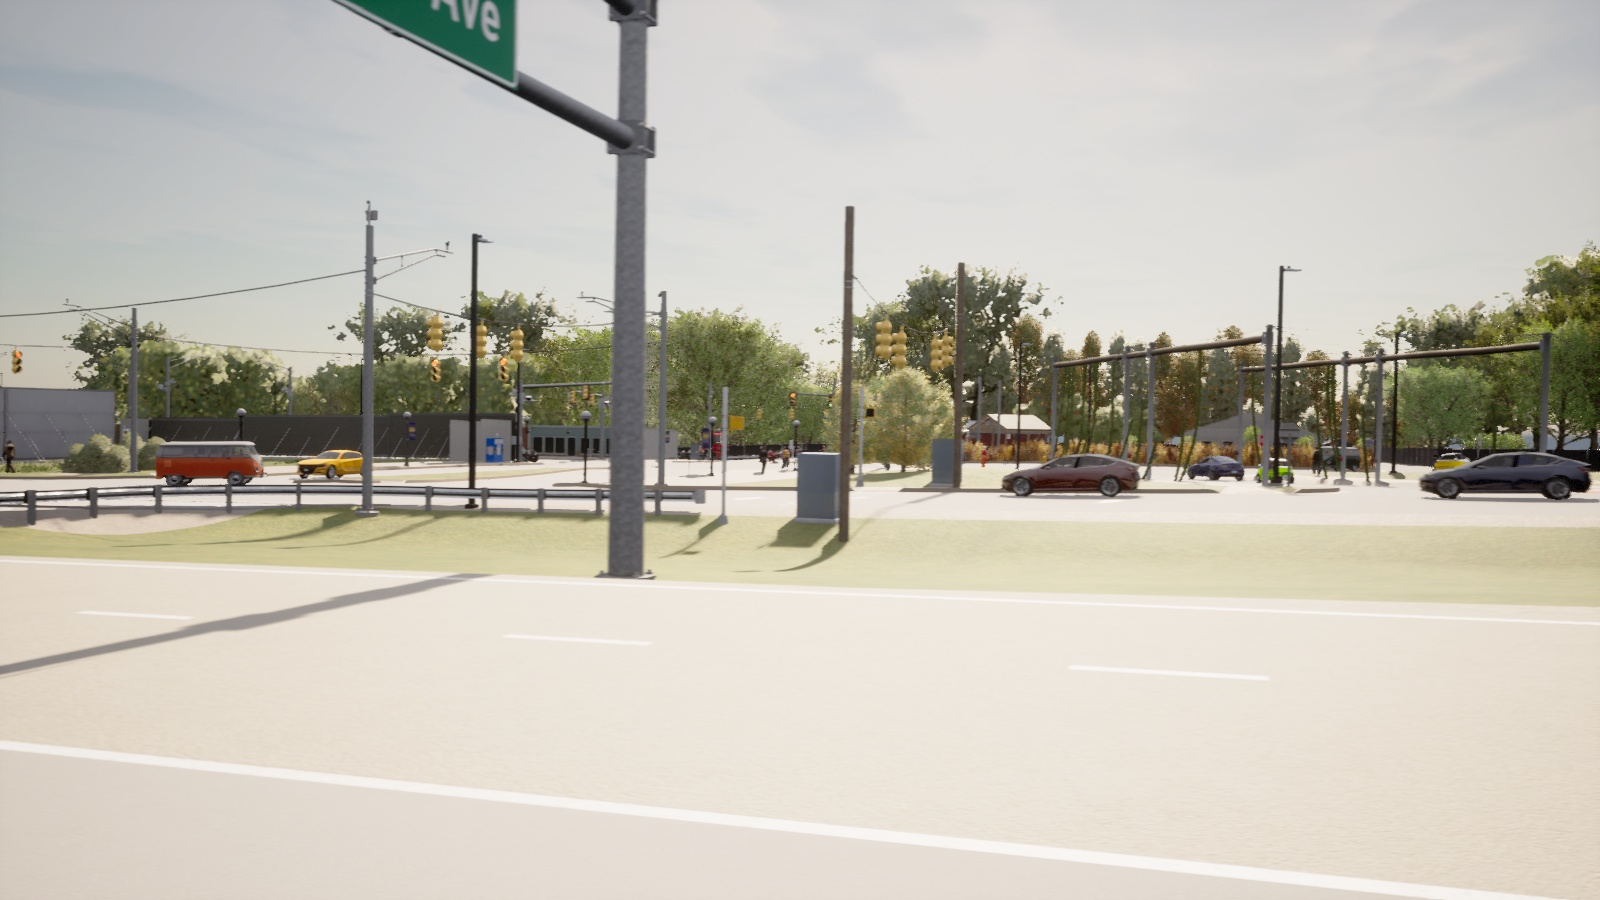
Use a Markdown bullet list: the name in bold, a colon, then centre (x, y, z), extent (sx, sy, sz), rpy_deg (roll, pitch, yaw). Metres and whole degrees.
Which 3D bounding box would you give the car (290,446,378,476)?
- **car**: centre (-25.226, 0.560, 68.194), extent (1.882, 1.535, 5.008), rpy_deg (1, 1, 16)

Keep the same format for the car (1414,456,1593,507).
- **car**: centre (22.129, 0.964, 39.748), extent (4.792, 1.488, 2.163), rpy_deg (0, 1, 25)

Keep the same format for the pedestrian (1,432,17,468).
- **pedestrian**: centre (-42.897, 0.006, 68.110), extent (0.692, 1.930, 0.396), rpy_deg (2, 1, 18)

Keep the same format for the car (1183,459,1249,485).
- **car**: centre (24.689, 1.276, 74.690), extent (1.812, 1.442, 4.674), rpy_deg (1, 0, -7)

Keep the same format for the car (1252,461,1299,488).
- **car**: centre (25.670, 1.313, 67.841), extent (1.481, 1.376, 2.207), rpy_deg (1, 0, -9)

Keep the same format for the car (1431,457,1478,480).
- **car**: centre (41.777, 1.181, 80.223), extent (1.481, 1.376, 2.207), rpy_deg (0, -1, -33)

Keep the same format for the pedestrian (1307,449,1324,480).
- **pedestrian**: centre (31.529, 0.884, 76.857), extent (0.563, 1.883, 0.849), rpy_deg (1, 1, -7)

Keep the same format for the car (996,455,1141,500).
- **car**: centre (9.464, 0.947, 44.124), extent (4.792, 1.488, 2.163), rpy_deg (0, 1, 18)

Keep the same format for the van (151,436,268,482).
- **van**: centre (-26.424, 0.407, 56.340), extent (4.442, 1.987, 1.775), rpy_deg (0, 1, -10)
